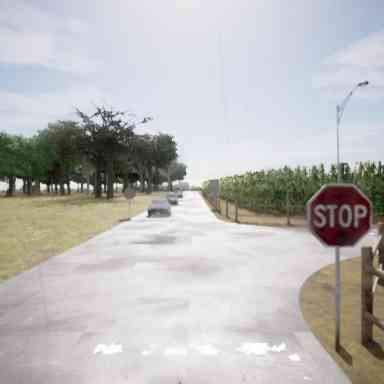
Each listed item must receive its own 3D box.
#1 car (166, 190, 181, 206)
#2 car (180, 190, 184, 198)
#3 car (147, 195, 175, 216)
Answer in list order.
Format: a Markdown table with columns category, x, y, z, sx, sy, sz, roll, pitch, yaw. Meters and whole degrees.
| category | x | y | z | sx | sy | sz | roll | pitch | yaw |
| --- | --- | --- | --- | --- | --- | --- | --- | --- | --- |
| car | -2.770 | 0.954 | 43.742 | 1.837 | 1.490 | 4.892 | 0 | 3 | 0 |
| car | -2.645 | 0.428 | 64.709 | 1.837 | 1.490 | 4.892 | 0 | 1 | 0 |
| car | -2.756 | 1.278 | 28.972 | 2.033 | 1.411 | 5.357 | 0 | 1 | -2 |
